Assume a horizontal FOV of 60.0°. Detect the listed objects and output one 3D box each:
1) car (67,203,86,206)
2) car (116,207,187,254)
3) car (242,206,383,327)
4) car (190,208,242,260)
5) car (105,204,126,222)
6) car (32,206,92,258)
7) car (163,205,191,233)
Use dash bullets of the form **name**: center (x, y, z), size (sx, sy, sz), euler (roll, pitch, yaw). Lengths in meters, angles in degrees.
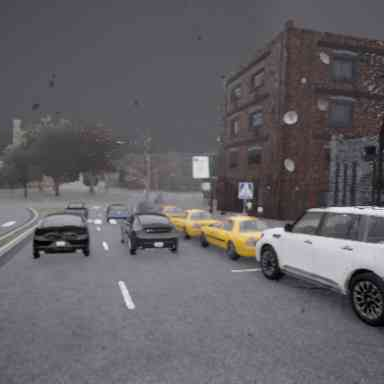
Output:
- **car**: center (-9.507, 1.627, 27.515), size (2.128, 1.511, 4.902), euler (1, 0, -15)
- **car**: center (-1.920, 1.611, 14.119), size (1.837, 1.490, 4.892), euler (1, 0, -18)
- **car**: center (3.592, 1.333, 7.593), size (2.435, 2.045, 5.566), euler (1, -1, -18)
- **car**: center (1.794, 1.610, 13.115), size (1.946, 1.575, 5.366), euler (1, -1, -18)
- **car**: center (-6.299, 1.729, 28.071), size (2.033, 1.411, 5.357), euler (1, -1, -15)
- **car**: center (-5.063, 1.540, 13.284), size (1.882, 1.535, 5.008), euler (1, 0, -18)
- **car**: center (-1.617, 1.668, 23.623), size (1.946, 1.575, 5.366), euler (1, -1, -18)
